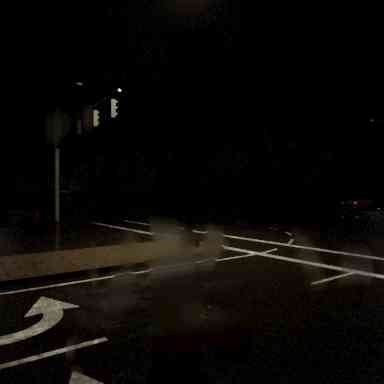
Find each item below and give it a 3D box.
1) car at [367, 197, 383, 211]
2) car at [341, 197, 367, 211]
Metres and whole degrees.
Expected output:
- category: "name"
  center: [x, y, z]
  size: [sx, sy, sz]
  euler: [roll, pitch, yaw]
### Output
- category: "car"
  center: [23.323, 1.546, 39.218]
  size: [5.357, 1.411, 2.033]
  euler: [0, 0, -35]
- category: "car"
  center: [20.645, 1.352, 41.570]
  size: [4.553, 1.767, 2.097]
  euler: [0, 0, -36]
